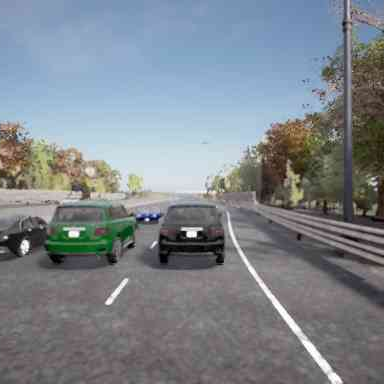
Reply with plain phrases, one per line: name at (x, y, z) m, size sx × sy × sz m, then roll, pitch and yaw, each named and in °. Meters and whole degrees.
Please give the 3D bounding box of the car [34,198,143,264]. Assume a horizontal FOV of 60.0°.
car at (-3.491, 1.360, 12.564) m, size 2.150 × 2.045 × 5.566 m, roll 0°, pitch 0°, yaw 0°

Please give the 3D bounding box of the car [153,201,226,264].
car at (0.009, 1.360, 12.552) m, size 2.150 × 2.045 × 5.566 m, roll 0°, pitch 0°, yaw 0°

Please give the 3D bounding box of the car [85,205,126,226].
car at (-6.991, 1.849, 27.532) m, size 2.033 × 1.411 × 5.357 m, roll 0°, pitch -1°, yaw 0°

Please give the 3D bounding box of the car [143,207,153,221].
car at (-3.484, 1.910, 28.237) m, size 1.895 × 1.301 × 4.718 m, roll 0°, pitch -1°, yaw 0°

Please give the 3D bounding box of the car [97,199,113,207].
car at (-17.508, 2.253, 67.391) m, size 1.882 × 1.535 × 5.008 m, roll 0°, pitch -1°, yaw 0°

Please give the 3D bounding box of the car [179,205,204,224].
car at (0.022, 1.877, 28.536) m, size 1.994 × 1.385 × 4.181 m, roll 0°, pitch -1°, yaw 1°

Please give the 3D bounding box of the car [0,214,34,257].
car at (-6.978, 1.652, 13.494) m, size 1.837 × 1.490 × 4.892 m, roll 0°, pitch 0°, yaw 1°

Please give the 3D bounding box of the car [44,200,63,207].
car at (-28.008, 2.327, 67.389) m, size 1.994 × 1.385 × 4.181 m, roll 0°, pitch -1°, yaw 0°
